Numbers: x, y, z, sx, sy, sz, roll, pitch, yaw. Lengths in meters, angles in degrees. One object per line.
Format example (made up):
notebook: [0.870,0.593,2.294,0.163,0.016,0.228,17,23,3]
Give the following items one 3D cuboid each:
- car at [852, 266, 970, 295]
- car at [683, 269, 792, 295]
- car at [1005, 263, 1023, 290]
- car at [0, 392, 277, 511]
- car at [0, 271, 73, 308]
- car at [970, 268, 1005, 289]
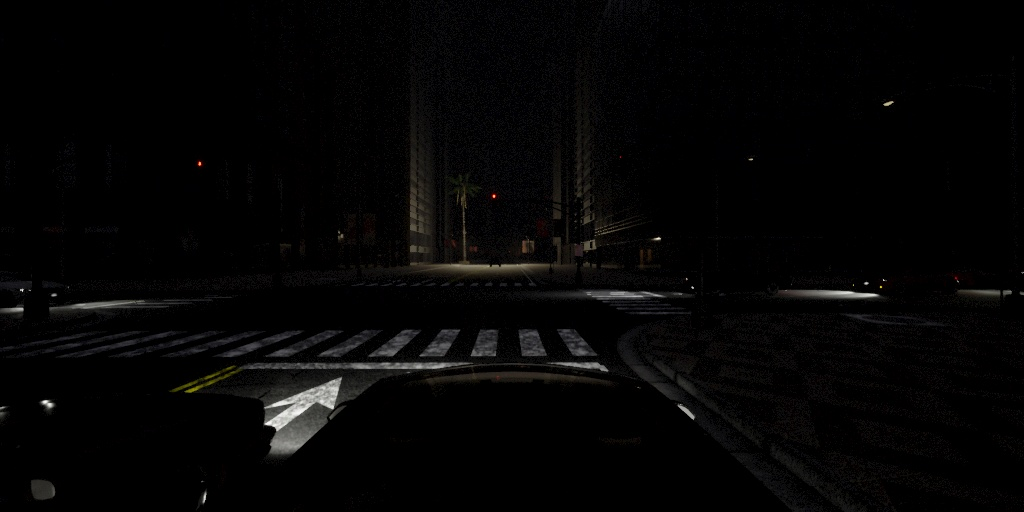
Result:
car: [20.625,1.251,18.880,4.181,1.385,1.994,0,0,-1]
car: [11.616,1.319,18.727,4.718,1.301,1.895,0,0,-1]
car: [29.971,1.012,19.044,4.553,1.767,2.097,0,0,-1]
car: [-3.176,1.297,0.730,2.033,1.411,5.357,0,0,4]
car: [-21.380,1.353,14.950,4.674,1.442,1.812,0,0,1]
car: [26.424,1.274,21.739,4.207,1.307,1.802,0,0,-1]
